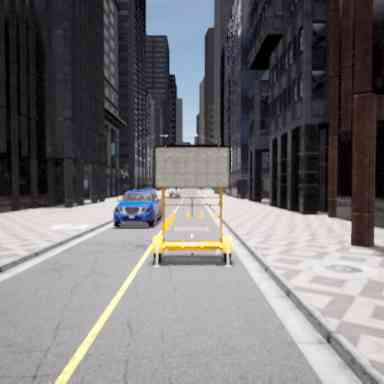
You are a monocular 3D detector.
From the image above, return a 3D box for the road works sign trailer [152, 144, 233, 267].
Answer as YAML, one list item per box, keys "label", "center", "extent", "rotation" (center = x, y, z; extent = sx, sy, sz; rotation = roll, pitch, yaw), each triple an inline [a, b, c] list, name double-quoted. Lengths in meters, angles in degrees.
- label: "road works sign trailer"
  center: [0.009, 0.289, 10.647]
  extent: [2.380, 3.560, 2.880]
  rotation: [0, 1, 0]

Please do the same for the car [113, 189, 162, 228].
- label: "car"
  center: [-3.122, 0.898, 19.945]
  extent: [2.150, 2.045, 5.566]
  rotation: [0, 1, 0]

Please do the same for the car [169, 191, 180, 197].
- label: "car"
  center: [-3.125, 0.509, 61.130]
  extent: [2.128, 1.511, 4.902]
  rotation: [0, 1, 0]
